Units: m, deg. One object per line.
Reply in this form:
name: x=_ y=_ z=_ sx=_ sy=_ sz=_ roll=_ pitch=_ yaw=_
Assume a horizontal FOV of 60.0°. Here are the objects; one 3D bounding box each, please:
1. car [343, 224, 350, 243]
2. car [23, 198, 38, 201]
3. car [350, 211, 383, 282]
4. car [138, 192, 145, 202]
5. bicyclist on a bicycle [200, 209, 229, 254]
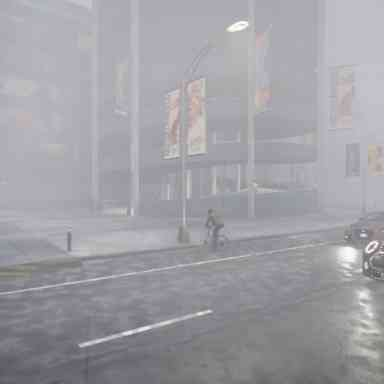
car: x=8.443 y=1.561 z=14.555 sx=4.181 sy=1.385 sz=1.994 roll=0 pitch=0 yaw=-38
car: x=-25.561 y=1.460 z=52.413 sx=1.895 sy=1.301 sz=4.718 roll=0 pitch=0 yaw=-36
car: x=6.405 y=1.349 z=8.688 sx=4.553 sy=1.767 sz=2.097 roll=0 pitch=0 yaw=-37
car: x=-11.059 y=1.021 z=63.928 sx=2.435 sy=2.045 sz=5.566 roll=0 pitch=0 yaw=-36
bicyclist on a bicycle: x=0.810 y=1.453 z=12.434 sx=0.582 sy=1.620 sz=1.656 roll=0 pitch=-2 yaw=-36
